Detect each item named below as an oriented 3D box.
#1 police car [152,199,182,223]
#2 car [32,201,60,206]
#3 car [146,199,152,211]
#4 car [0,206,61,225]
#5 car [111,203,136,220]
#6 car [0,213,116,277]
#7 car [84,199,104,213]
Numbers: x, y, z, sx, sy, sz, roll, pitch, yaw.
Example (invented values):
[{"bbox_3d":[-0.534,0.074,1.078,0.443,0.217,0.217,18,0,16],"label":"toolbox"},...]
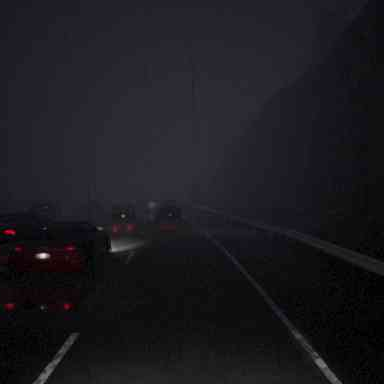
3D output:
[{"bbox_3d":[-1.884,1.439,25.885,1.930,1.638,5.238,0,0,-8],"label":"police car"},{"bbox_3d":[-13.126,1.524,29.933,2.128,1.511,4.902,0,0,-9],"label":"car"},{"bbox_3d":[-4.579,1.551,40.888,1.812,1.442,4.674,0,0,-12],"label":"car"},{"bbox_3d":[-7.639,1.566,14.919,2.033,1.411,5.357,0,0,-5],"label":"car"},{"bbox_3d":[-5.769,1.622,28.429,1.895,1.301,4.718,0,0,-9],"label":"car"},{"bbox_3d":[-3.838,1.574,10.332,1.994,1.385,4.181,0,0,-3],"label":"car"},{"bbox_3d":[-11.038,1.525,37.633,2.128,1.511,4.902,0,0,-12],"label":"car"}]
